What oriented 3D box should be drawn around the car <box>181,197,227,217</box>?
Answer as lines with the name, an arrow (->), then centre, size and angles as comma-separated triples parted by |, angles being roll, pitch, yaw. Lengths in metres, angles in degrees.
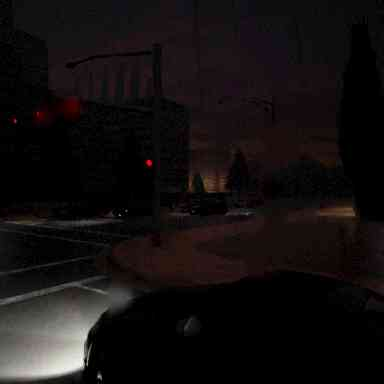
car -> 1.526, 1.491, 31.322 | 2.128, 1.511, 4.902 | 0, 0, 36

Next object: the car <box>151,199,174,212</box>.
car -> -3.923, 1.505, 36.063 | 1.837, 1.490, 4.892 | 0, 0, 36

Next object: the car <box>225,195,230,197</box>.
car -> 2.630, 1.548, 45.074 | 2.033, 1.411, 5.357 | 0, 0, 36

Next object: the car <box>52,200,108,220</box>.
car -> -9.444, 1.478, 28.478 | 1.882, 1.535, 5.008 | 0, 0, 36

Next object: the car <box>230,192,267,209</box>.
car -> 8.016, 1.223, 46.514 | 2.150, 2.045, 5.566 | 0, 0, 36

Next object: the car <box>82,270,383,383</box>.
car -> 0.785, 1.564, 3.441 | 4.181, 1.385, 1.994 | 0, 0, 35

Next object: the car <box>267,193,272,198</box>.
car -> 11.588, 1.167, 57.248 | 1.994, 1.385, 4.181 | 0, 0, 36

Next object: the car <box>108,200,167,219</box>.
car -> -4.641, 1.601, 29.119 | 1.895, 1.301, 4.718 | 0, 0, 36
